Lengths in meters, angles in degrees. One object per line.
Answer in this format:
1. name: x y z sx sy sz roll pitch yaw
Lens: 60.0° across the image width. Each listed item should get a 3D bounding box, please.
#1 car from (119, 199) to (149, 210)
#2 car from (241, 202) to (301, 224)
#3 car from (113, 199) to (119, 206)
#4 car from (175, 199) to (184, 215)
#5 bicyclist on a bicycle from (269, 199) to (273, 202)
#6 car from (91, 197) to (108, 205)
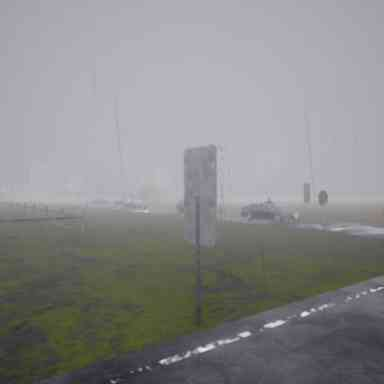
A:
1. car: -7.537 1.619 44.212 1.812 1.442 4.674 0 0 -35
2. car: 5.858 1.516 25.119 2.128 1.511 4.902 0 0 -35
3. car: -11.351 1.725 54.748 1.895 1.301 4.718 0 0 -35
4. car: 0.243 1.405 33.114 2.097 1.767 4.553 0 0 -35
5. bicyclist on a bicycle: 7.771 1.486 32.782 1.656 1.620 0.582 0 0 -35
6. car: -17.838 1.719 63.983 2.033 1.411 5.357 0 0 -35
